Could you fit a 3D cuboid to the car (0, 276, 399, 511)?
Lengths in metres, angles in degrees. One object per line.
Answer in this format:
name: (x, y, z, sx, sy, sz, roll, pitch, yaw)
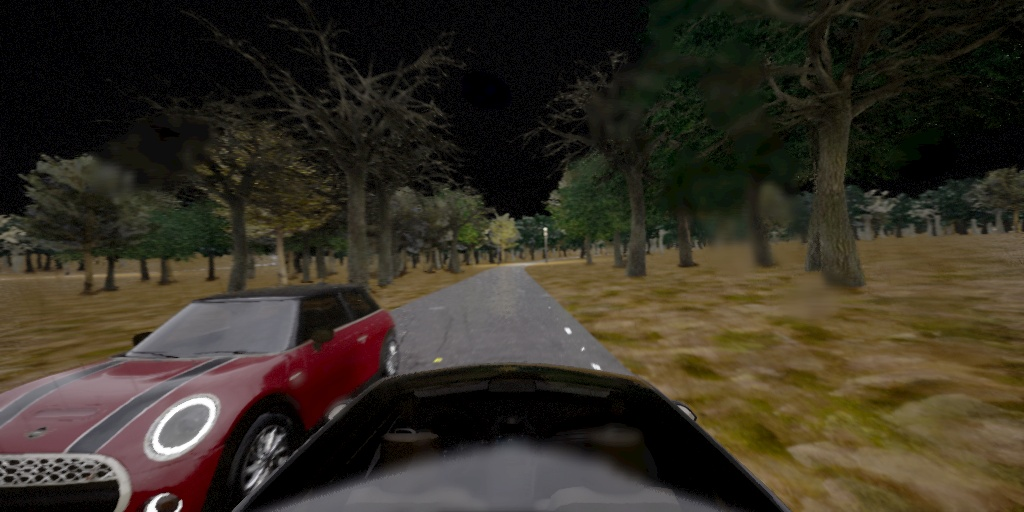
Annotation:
car: (-3.033, 1.198, 4.353, 2.097, 1.767, 4.553, -1, 0, 0)
